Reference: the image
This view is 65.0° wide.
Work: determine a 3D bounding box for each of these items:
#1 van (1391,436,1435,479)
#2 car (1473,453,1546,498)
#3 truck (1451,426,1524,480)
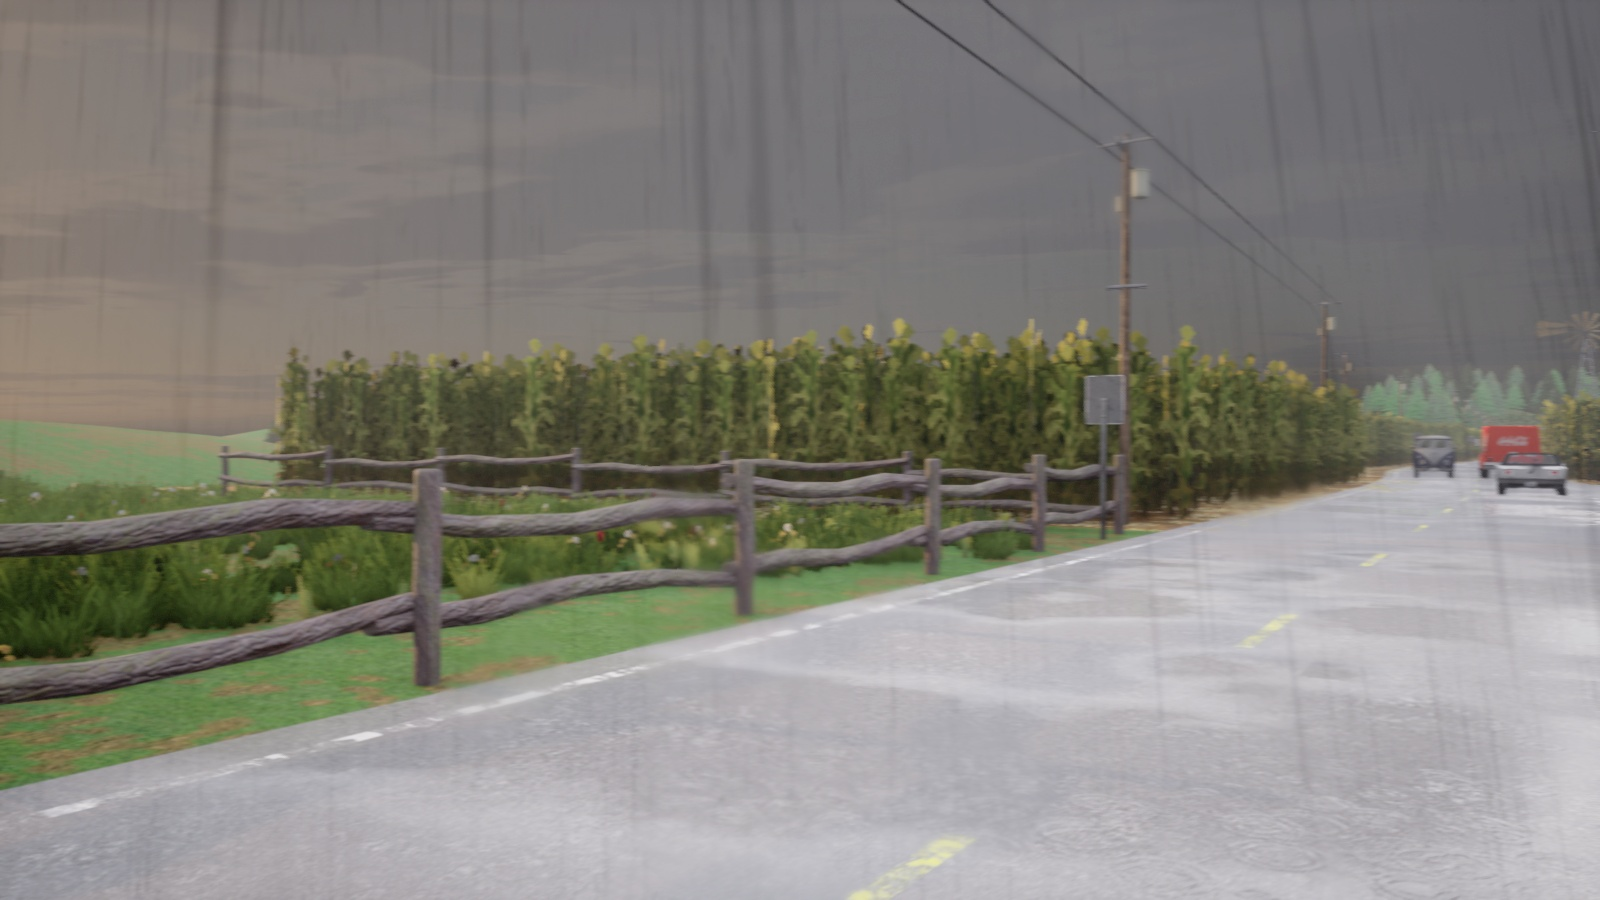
[{"bbox_3d":[29.101,0.335,59.695,1.775,1.987,4.442,1,0,25],"label":"van"},{"bbox_3d":[22.569,0.759,39.993,1.895,1.301,4.718,1,0,29],"label":"car"},{"bbox_3d":[32.921,0.120,60.292,2.627,2.467,5.204,1,0,24],"label":"truck"}]
